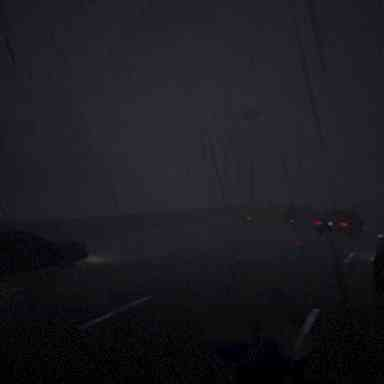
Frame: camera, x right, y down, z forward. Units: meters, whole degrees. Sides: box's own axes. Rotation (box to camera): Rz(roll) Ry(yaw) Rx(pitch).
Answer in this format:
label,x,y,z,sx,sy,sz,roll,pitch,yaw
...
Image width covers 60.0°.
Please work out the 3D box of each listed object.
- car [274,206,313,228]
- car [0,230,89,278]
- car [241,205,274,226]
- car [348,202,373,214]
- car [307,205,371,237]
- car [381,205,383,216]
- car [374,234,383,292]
label,x,y,z,sx,sy,sz,roll,pitch,yaw
car,8.206,1.754,24.512,2.128,1.511,4.902,-2,-1,37
car,-5.606,1.819,9.753,2.033,1.411,5.357,-2,-1,29
car,5.815,1.829,27.190,1.882,1.535,5.008,-2,-1,37
car,17.994,1.802,36.103,1.812,1.442,4.674,-2,-1,43
car,8.718,1.718,19.412,2.033,1.411,5.357,-2,-1,36
car,21.044,1.668,34.250,1.882,1.535,5.008,-2,-1,43
car,5.826,1.607,8.516,1.994,1.385,4.181,-2,-1,31
